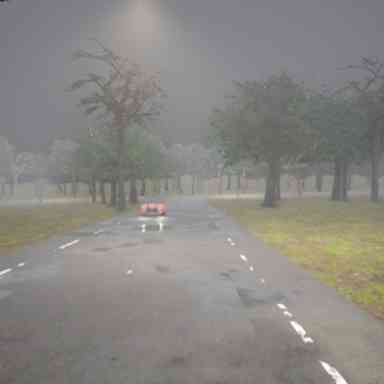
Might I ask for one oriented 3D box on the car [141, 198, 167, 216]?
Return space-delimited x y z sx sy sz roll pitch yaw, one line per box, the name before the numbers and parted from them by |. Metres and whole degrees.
car | -3.577 1.330 31.802 2.097 1.767 4.553 0 0 0
